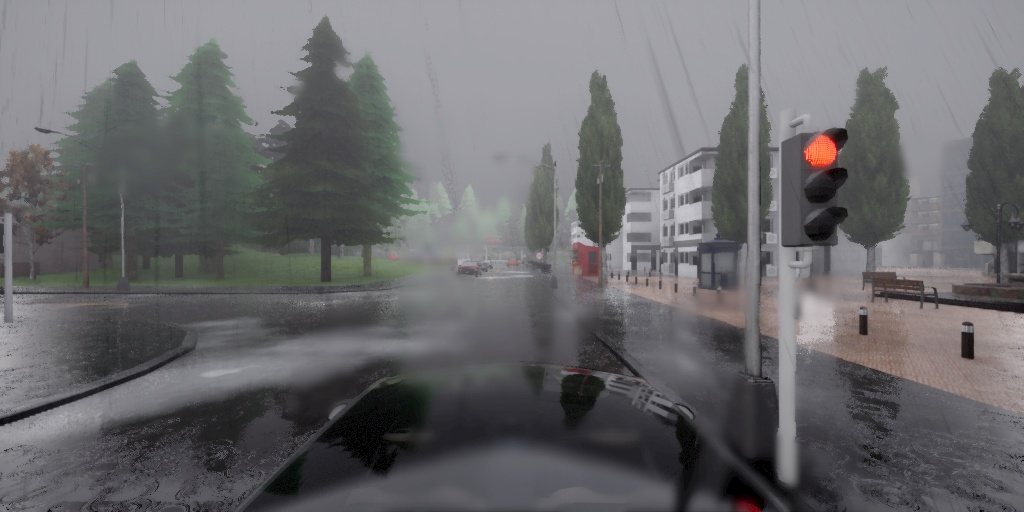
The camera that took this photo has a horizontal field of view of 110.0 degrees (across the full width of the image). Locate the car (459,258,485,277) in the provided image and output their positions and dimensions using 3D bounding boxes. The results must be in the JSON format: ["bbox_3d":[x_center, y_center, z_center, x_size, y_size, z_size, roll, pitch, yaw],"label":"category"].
[{"bbox_3d":[-4.078,1.228,35.706,1.882,1.535,5.008,0,0,0],"label":"car"}]

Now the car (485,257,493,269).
[{"bbox_3d":[-4.012,1.276,55.753,1.812,1.442,4.674,0,0,0],"label":"car"}]

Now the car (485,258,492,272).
[{"bbox_3d":[-4.060,1.314,45.626,1.994,1.385,4.181,0,0,0],"label":"car"}]
